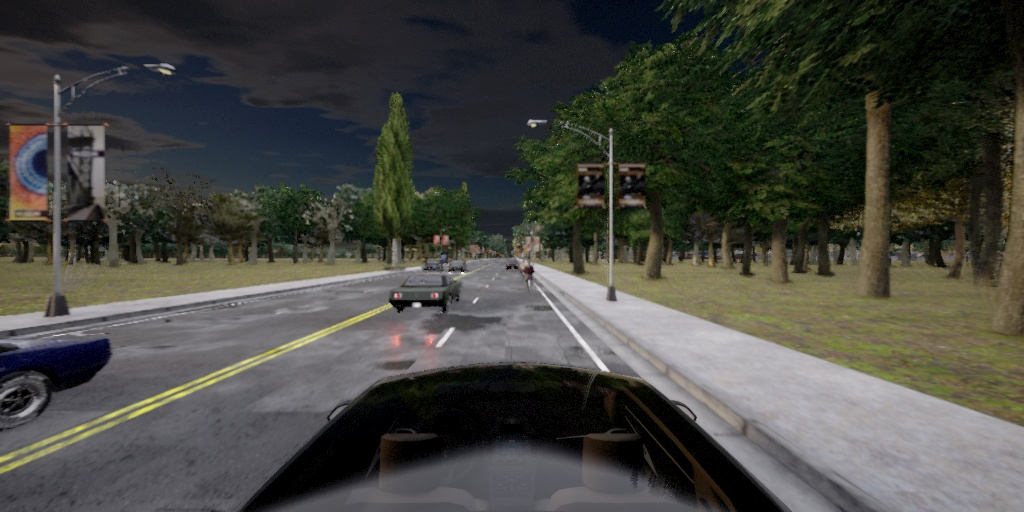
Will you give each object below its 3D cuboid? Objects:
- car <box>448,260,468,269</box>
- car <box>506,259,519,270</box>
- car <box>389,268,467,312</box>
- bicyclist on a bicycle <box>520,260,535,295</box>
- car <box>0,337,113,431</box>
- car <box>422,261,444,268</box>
[{"bbox_3d":[-6.577,1.214,43.843,1.837,1.490,4.892,0,1,0],"label":"car"},{"bbox_3d":[0.106,1.304,51.766,1.895,1.301,4.718,0,0,0],"label":"car"},{"bbox_3d":[-3.147,1.339,14.093,1.895,1.301,4.718,0,0,0],"label":"car"},{"bbox_3d":[0.898,1.105,18.891,0.659,1.776,1.843,0,0,0],"label":"bicyclist on a bicycle"},{"bbox_3d":[-6.600,1.350,2.799,1.895,1.301,4.718,0,0,0],"label":"car"},{"bbox_3d":[-9.823,1.274,44.811,1.994,1.385,4.181,0,0,0],"label":"car"}]
